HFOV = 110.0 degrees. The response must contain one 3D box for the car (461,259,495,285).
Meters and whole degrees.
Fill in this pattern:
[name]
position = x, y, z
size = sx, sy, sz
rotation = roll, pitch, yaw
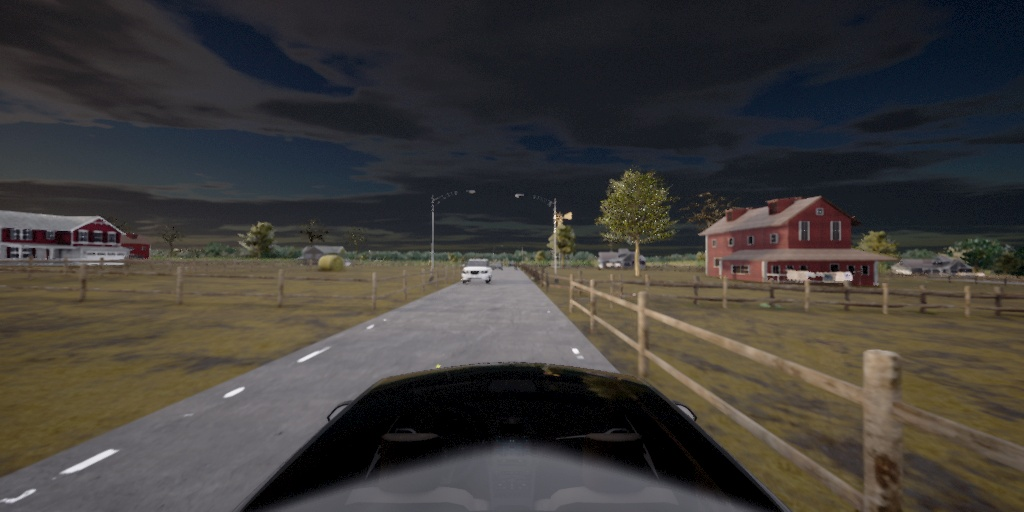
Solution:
[car]
position = -2.856, 1.255, 30.126
size = 2.150, 2.045, 5.566
rotation = 0, -1, 0
